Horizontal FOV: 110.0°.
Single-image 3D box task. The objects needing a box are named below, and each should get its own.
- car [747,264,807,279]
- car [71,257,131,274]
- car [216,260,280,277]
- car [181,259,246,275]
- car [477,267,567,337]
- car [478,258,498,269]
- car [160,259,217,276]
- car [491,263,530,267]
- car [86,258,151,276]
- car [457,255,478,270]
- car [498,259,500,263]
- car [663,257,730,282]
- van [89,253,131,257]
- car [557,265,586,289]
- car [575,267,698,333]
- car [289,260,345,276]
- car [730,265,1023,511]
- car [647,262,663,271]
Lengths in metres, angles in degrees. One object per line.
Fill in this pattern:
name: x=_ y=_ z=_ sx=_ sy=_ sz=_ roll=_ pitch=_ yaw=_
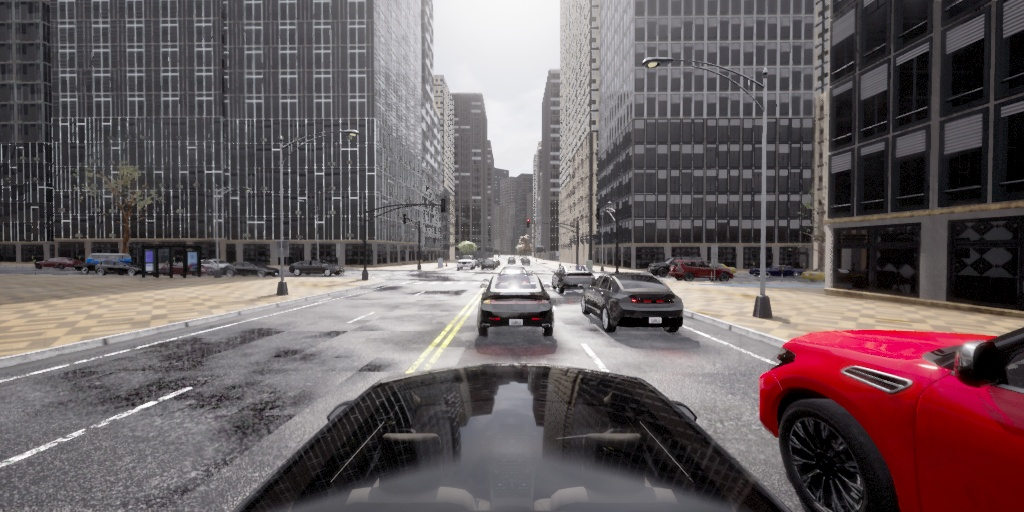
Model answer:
car: x=26.889 y=1.556 z=36.486 sx=4.718 sy=1.301 sz=1.895 roll=1 pitch=1 yaw=1
car: x=-38.616 y=1.020 z=34.393 sx=4.718 sy=1.301 sz=1.895 roll=1 pitch=1 yaw=1
car: x=-22.761 y=1.173 z=31.372 sx=4.313 sy=1.339 sz=1.948 roll=0 pitch=0 yaw=1
car: x=-28.394 y=1.038 z=34.188 sx=4.674 sy=1.442 sz=1.812 roll=1 pitch=1 yaw=1
car: x=0.091 y=1.238 z=10.281 sx=2.128 sy=1.511 sz=4.902 roll=0 pitch=0 yaw=0
car: x=-3.389 y=1.192 z=52.055 sx=1.882 sy=1.535 sz=5.008 roll=0 pitch=0 yaw=0
car: x=-28.445 y=1.138 z=31.499 sx=4.207 sy=1.307 sz=1.802 roll=0 pitch=0 yaw=1
car: x=0.082 y=1.288 z=20.017 sx=2.033 sy=1.411 sz=5.357 roll=0 pitch=0 yaw=0
car: x=-34.126 y=1.069 z=31.667 sx=4.313 sy=1.339 sz=1.948 roll=0 pitch=0 yaw=1
car: x=-6.639 y=0.935 z=52.503 sx=2.150 sy=2.045 sz=5.566 roll=0 pitch=0 yaw=0
car: x=-3.390 y=1.267 z=61.641 sx=1.994 sy=1.385 sz=4.181 roll=0 pitch=0 yaw=0
car: x=16.164 y=1.269 z=30.882 sx=5.009 sy=1.841 sz=2.192 roll=0 pitch=0 yaw=1
van: x=-45.326 y=0.604 z=40.317 sx=3.998 sy=1.789 sz=1.690 roll=0 pitch=0 yaw=1
car: x=3.332 y=1.232 z=20.024 sx=2.128 sy=1.511 sz=4.902 roll=0 pitch=0 yaw=0
car: x=3.340 y=1.251 z=10.776 sx=1.837 sy=1.490 sz=4.892 roll=0 pitch=0 yaw=0
car: x=-18.439 y=1.108 z=33.978 sx=4.892 sy=1.490 sz=1.837 roll=1 pitch=1 yaw=2
car: x=3.348 y=0.972 z=0.912 sx=2.150 sy=2.045 sz=5.566 roll=0 pitch=0 yaw=0
car: x=16.810 y=1.088 z=36.634 sx=5.566 sy=2.045 sz=2.150 roll=1 pitch=1 yaw=1
